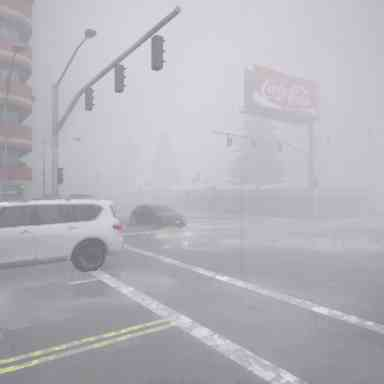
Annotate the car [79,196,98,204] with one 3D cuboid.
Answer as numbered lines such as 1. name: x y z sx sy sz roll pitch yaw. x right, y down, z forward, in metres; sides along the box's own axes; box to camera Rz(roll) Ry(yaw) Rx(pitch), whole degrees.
1. car: -19.974 1.477 64.040 1.882 1.535 5.008 0 0 -36

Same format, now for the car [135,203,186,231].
1. car: -2.246 1.506 21.067 1.837 1.490 4.892 0 0 -36

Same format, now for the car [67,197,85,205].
1. car: -20.557 1.564 58.857 1.994 1.385 4.181 0 0 -36

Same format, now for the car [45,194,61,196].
1. car: -17.808 1.221 42.726 2.150 2.045 5.566 0 0 -35

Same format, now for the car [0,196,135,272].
1. car: -4.682 1.224 9.249 5.566 2.045 2.150 0 0 -36

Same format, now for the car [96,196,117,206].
1. car: -14.487 1.505 56.410 1.837 1.490 4.892 0 0 -36

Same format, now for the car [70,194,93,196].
1. car: -10.653 1.225 32.757 2.150 2.045 5.566 0 0 -36
